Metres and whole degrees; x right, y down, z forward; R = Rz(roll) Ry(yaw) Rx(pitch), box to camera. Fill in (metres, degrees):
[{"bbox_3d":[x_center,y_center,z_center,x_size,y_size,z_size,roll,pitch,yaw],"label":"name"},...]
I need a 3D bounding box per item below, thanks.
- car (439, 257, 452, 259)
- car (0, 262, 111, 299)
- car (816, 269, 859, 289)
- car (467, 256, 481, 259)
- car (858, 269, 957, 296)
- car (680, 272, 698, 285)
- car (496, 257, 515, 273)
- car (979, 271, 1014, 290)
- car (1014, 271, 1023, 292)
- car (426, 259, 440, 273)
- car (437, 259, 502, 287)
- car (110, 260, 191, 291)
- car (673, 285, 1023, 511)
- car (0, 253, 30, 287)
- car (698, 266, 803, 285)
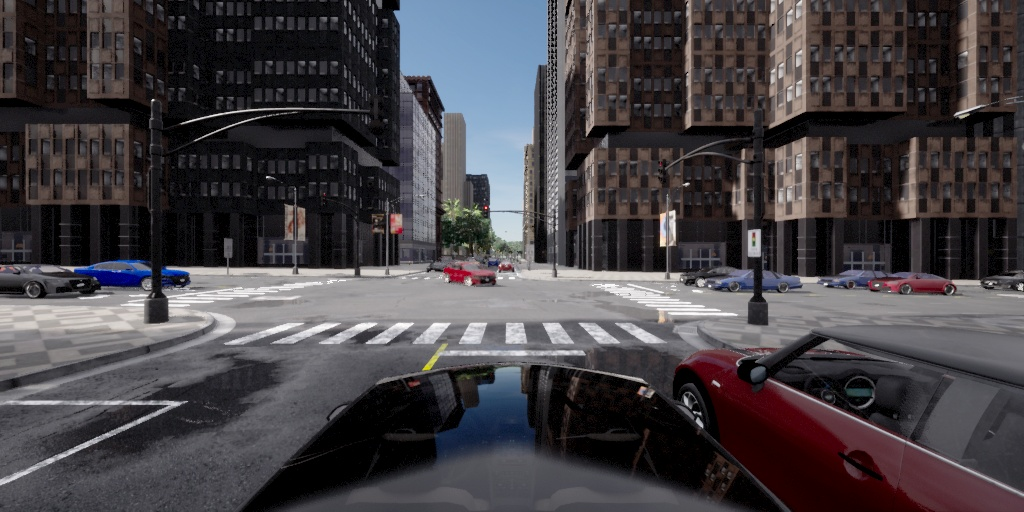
[{"bbox_3d":[-9.225,1.084,49.195,2.192,1.841,5.009,0,0,0],"label":"car"},{"bbox_3d":[-20.784,1.053,15.609,4.181,1.385,1.994,1,0,0],"label":"car"},{"bbox_3d":[25.306,1.682,25.886,5.357,1.411,2.033,1,0,0],"label":"car"},{"bbox_3d":[-6.617,1.268,58.162,1.882,1.535,5.008,0,0,0],"label":"car"},{"bbox_3d":[25.061,1.699,22.616,4.181,1.385,1.994,1,0,1],"label":"car"},{"bbox_3d":[14.707,1.459,25.809,5.008,1.535,1.882,1,0,-1],"label":"car"},{"bbox_3d":[-0.658,1.197,43.832,1.967,1.591,4.097,0,0,0],"label":"car"},{"bbox_3d":[37.035,1.812,25.950,4.892,1.490,1.837,1,0,0],"label":"car"},{"bbox_3d":[35.733,1.643,22.664,4.553,1.767,2.097,1,0,1],"label":"car"},{"bbox_3d":[-9.183,1.323,43.769,1.948,1.339,4.313,0,0,0],"label":"car"},{"bbox_3d":[-3.013,1.206,24.616,1.882,1.535,5.008,0,1,-36],"label":"car"},{"bbox_3d":[-19.850,0.976,18.864,5.008,1.535,1.882,1,0,0],"label":"car"},{"bbox_3d":[2.763,1.190,2.445,1.967,1.591,4.097,0,0,0],"label":"car"},{"bbox_3d":[-28.962,0.722,18.800,4.553,1.767,2.097,1,0,0],"label":"car"},{"bbox_3d":[15.101,1.538,22.562,5.357,1.411,2.033,1,0,0],"label":"car"}]
